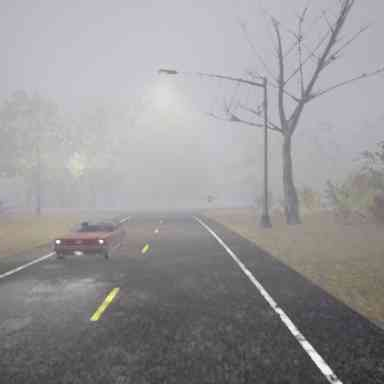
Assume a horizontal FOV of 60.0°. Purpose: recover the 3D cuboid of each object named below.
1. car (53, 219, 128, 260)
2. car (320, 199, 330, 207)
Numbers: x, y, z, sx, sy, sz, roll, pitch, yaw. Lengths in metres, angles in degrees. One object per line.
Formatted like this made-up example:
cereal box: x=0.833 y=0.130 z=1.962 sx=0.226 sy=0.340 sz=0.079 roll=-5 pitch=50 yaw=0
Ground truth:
car: x=-3.844 y=1.773 z=13.321 sx=1.895 sy=1.301 sz=4.718 roll=0 pitch=-1 yaw=-2
car: x=22.237 y=1.910 z=59.034 sx=5.357 sy=1.411 sz=2.033 roll=-1 pitch=0 yaw=-11
